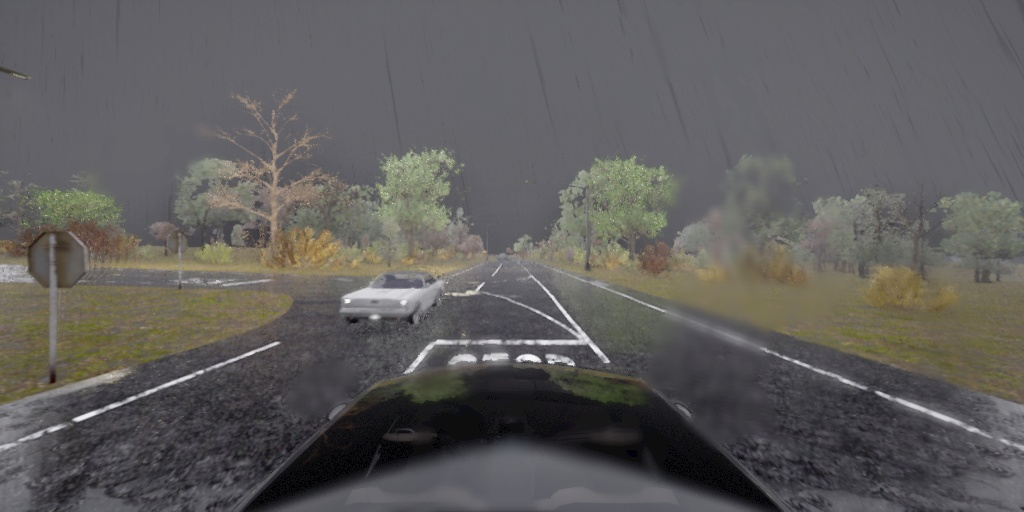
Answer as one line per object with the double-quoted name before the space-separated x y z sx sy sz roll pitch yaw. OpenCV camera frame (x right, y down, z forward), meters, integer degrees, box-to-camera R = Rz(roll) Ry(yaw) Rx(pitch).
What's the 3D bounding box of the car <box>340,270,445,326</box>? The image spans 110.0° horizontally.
"car" -3.474 1.174 11.288 1.895 1.301 4.718 1 2 0
